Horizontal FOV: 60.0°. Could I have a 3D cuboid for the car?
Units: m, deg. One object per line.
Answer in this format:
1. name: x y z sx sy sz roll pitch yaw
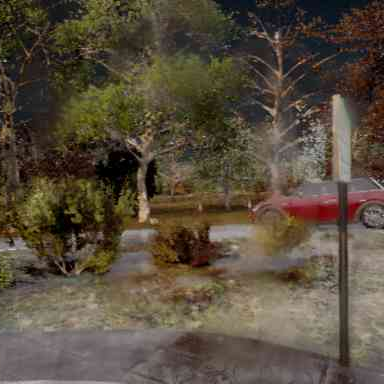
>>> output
1. car: 4.286 0.344 11.366 4.553 1.767 2.097 -5 -1 24
